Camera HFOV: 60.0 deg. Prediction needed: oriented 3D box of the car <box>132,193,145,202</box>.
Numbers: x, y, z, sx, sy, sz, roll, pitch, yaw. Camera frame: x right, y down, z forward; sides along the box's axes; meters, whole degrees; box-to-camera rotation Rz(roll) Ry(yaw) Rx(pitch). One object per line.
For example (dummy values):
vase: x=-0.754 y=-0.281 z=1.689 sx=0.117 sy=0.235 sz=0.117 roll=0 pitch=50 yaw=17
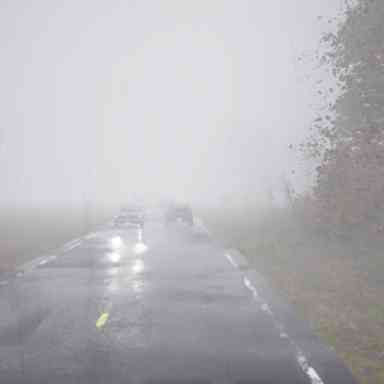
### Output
car: x=-10.165 y=1.124 z=62.576 sx=2.150 sy=2.045 sz=5.566 roll=0 pitch=0 yaw=-12

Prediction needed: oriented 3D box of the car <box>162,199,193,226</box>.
car: x=-0.980 y=1.469 z=23.437 sx=1.837 sy=1.490 sz=4.892 roll=0 pitch=0 yaw=-5

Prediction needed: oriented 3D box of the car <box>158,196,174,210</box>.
car: x=-3.146 y=1.286 z=41.882 sx=2.097 sy=1.767 sz=4.553 roll=0 pitch=0 yaw=-8

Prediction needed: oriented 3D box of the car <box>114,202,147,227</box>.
car: x=-4.100 y=1.570 z=22.590 sx=1.895 sy=1.301 sz=4.718 roll=0 pitch=0 yaw=-5
